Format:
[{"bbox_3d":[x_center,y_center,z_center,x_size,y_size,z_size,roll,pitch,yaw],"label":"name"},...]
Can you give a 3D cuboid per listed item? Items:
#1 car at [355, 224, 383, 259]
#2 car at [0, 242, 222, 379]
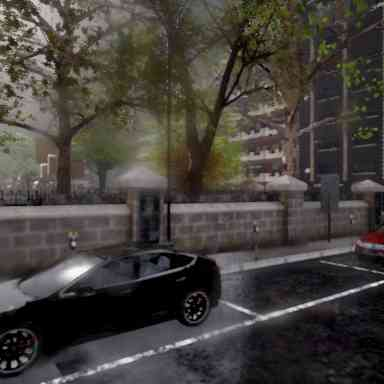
[{"bbox_3d":[7.576,1.703,11.963,4.206,1.307,1.802,1,-1,-35],"label":"car"},{"bbox_3d":[-1.437,1.584,5.537,4.313,1.339,1.947,1,-1,-35],"label":"car"}]
